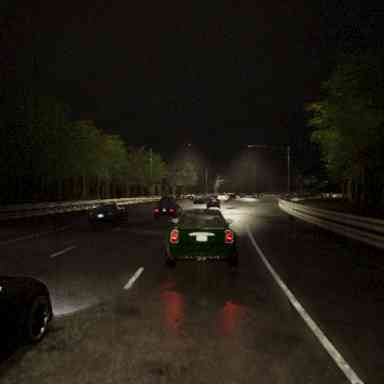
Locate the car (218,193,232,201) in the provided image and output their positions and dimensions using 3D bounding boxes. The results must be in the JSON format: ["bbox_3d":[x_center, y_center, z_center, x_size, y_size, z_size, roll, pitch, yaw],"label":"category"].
[{"bbox_3d":[6.547,1.143,69.951,2.150,2.045,5.566,0,0,10],"label":"car"}]

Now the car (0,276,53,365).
[{"bbox_3d":[-3.288,1.562,3.743,1.994,1.385,4.181,0,0,1],"label":"car"}]

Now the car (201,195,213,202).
[{"bbox_3d":[3.301,1.466,71.717,1.994,1.385,4.181,0,0,10],"label":"car"}]

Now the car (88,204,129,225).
[{"bbox_3d":[-5.912,1.563,23.997,1.994,1.385,4.181,0,0,4],"label":"car"}]

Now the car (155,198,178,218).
[{"bbox_3d":[-2.033,1.550,29.763,2.033,1.411,5.357,0,0,5],"label":"car"}]

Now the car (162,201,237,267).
[{"bbox_3d":[0.367,1.353,11.669,2.097,1.767,4.553,0,0,2],"label":"car"}]

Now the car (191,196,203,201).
[{"bbox_3d":[1.558,1.512,60.261,1.994,1.385,4.181,0,0,9],"label":"car"}]

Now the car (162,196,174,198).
[{"bbox_3d":[-3.428,1.313,49.976,2.097,1.767,4.553,0,0,7],"label":"car"}]

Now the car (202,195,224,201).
[{"bbox_3d":[2.910,1.536,44.702,2.033,1.411,5.357,0,0,7],"label":"car"}]
